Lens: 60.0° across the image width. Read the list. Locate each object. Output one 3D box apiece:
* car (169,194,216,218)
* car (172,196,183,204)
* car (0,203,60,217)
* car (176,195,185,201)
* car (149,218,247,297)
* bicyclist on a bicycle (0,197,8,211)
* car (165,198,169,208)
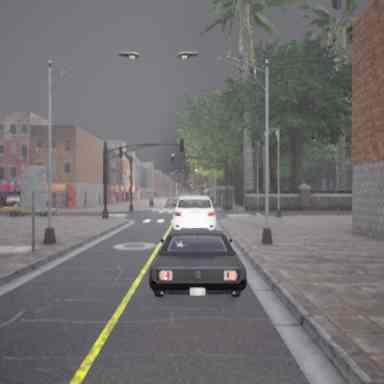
[{"bbox_3d":[0.129,1.199,18.242,2.150,2.045,5.566,0,0,0],"label":"car"},{"bbox_3d":[-2.715,1.478,63.031,1.812,1.442,4.674,0,0,1],"label":"car"},{"bbox_3d":[-14.402,1.522,29.813,4.829,1.417,1.752,0,0,0],"label":"car"},{"bbox_3d":[-2.649,1.424,78.255,1.895,1.301,4.718,0,0,0],"label":"car"},{"bbox_3d":[0.112,1.588,8.478,1.895,1.301,4.718,0,0,0],"label":"car"},{"bbox_3d":[-20.097,1.313,35.460,0.582,1.620,1.656,0,0,0],"label":"bicyclist on a bicycle"},{"bbox_3d":[-2.781,1.561,46.782,1.895,1.301,4.718,0,0,0],"label":"car"}]
